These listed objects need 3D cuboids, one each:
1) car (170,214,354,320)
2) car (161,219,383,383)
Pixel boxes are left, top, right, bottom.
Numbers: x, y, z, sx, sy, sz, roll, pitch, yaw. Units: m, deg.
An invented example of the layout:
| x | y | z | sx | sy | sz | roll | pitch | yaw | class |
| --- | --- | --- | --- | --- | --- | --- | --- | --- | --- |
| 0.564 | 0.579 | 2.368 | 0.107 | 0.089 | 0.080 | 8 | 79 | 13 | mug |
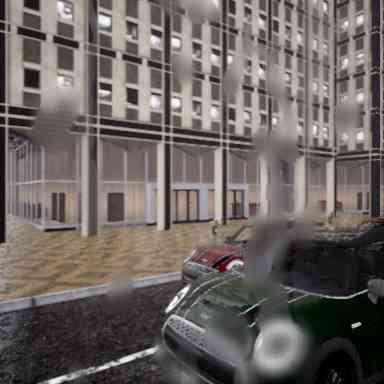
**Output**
| x | y | z | sx | sy | sz | roll | pitch | yaw | class |
| --- | --- | --- | --- | --- | --- | --- | --- | --- | --- |
| 1.747 | 1.439 | 7.802 | 4.097 | 1.590 | 1.967 | 0 | 0 | -35 | car |
| 1.818 | 1.351 | 4.671 | 4.553 | 1.767 | 2.097 | 0 | 0 | -35 | car |
